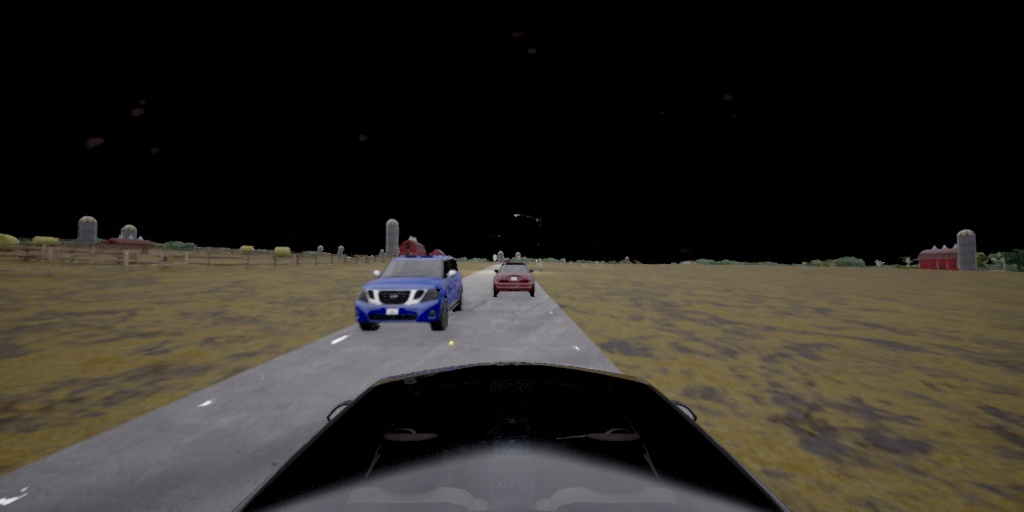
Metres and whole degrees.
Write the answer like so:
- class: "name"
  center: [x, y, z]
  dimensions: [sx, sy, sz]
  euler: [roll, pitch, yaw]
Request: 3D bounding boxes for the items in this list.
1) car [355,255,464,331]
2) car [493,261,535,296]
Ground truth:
- class: "car"
  center: [-2.850, 0.980, 11.300]
  dimensions: [2.150, 2.045, 5.566]
  euler: [0, 0, 0]
- class: "car"
  center: [0.098, 1.124, 19.438]
  dimensions: [2.097, 1.767, 4.553]
  euler: [0, 0, 0]
